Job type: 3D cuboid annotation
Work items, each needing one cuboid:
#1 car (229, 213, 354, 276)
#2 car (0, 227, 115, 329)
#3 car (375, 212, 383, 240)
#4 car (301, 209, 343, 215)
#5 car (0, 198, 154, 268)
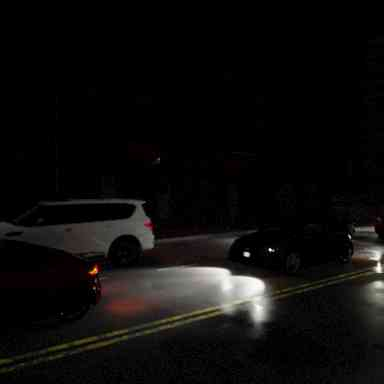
[{"bbox_3d":[3.171,1.564,10.419,4.181,1.385,1.994,0,0,-34],"label":"car"},{"bbox_3d":[-3.729,1.564,5.641,4.181,1.385,1.994,0,0,-37],"label":"car"},{"bbox_3d":[11.006,1.221,15.823,5.566,2.045,2.150,0,0,-34],"label":"car"},{"bbox_3d":[6.355,1.564,16.870,4.181,1.385,1.994,0,0,-35],"label":"car"},{"bbox_3d":[-3.823,1.222,9.847,5.566,2.045,2.150,0,0,-35],"label":"car"}]
